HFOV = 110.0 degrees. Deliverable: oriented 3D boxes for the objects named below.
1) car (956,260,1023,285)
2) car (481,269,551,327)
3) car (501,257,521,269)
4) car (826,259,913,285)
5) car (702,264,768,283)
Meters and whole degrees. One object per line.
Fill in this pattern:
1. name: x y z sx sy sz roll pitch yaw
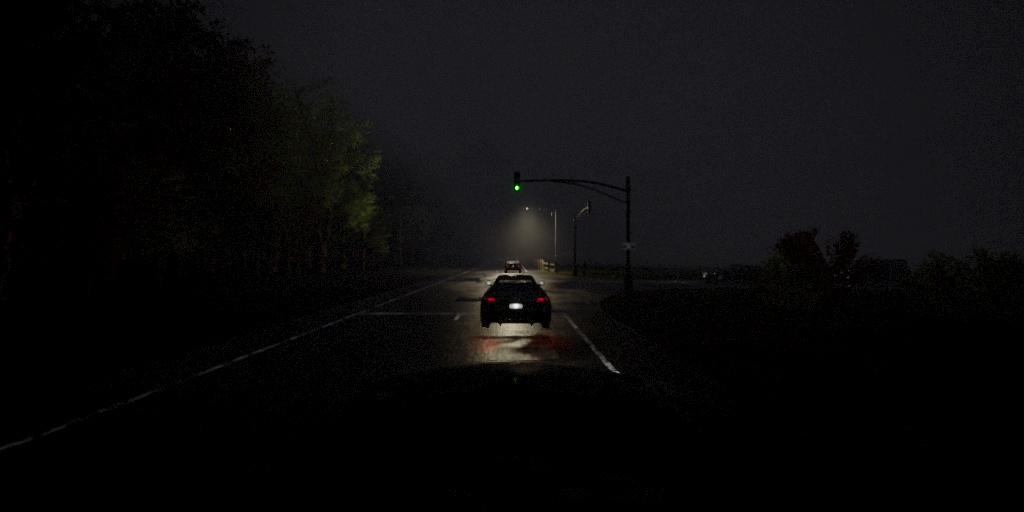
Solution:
1. car: 39.381 1.351 28.843 5.566 2.045 2.150 1 -1 -1
2. car: 0.106 1.278 11.412 1.994 1.385 4.181 0 0 0
3. car: 0.121 1.144 41.612 2.033 1.411 5.357 0 0 0
4. car: 28.749 1.234 28.901 5.566 2.045 2.150 1 -1 1
5. car: 18.016 1.386 28.972 4.902 1.511 2.128 1 -1 1
